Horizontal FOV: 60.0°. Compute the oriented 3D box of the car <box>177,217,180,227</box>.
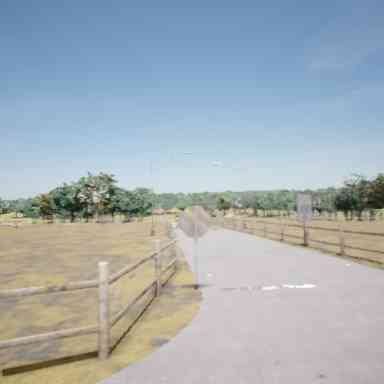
[{"bbox_3d":[-1.327,4.435,49.471,2.128,1.511,4.902,-1,-4,-5],"label":"car"}]
